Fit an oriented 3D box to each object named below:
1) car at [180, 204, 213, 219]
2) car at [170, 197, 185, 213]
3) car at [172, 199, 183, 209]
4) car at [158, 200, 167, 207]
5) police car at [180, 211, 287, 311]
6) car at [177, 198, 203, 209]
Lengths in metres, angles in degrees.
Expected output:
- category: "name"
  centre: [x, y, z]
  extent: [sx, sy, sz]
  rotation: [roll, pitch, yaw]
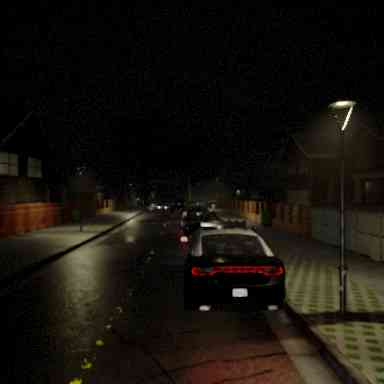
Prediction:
- category: "car"
  centre: [0.470, 1.639, 18.050]
  extent: [1.882, 1.535, 5.008]
  rotation: [0, -1, -2]
- category: "car"
  centre: [-1.794, 1.675, 45.088]
  extent: [2.150, 2.045, 5.566]
  rotation: [0, -1, -3]
- category: "car"
  centre: [-2.617, 2.081, 59.382]
  extent: [1.882, 1.535, 5.008]
  rotation: [0, -1, -3]
- category: "car"
  centre: [-5.886, 2.233, 67.166]
  extent: [2.033, 1.411, 5.357]
  rotation: [0, -1, -3]
- category: "police car"
  centre: [0.753, 1.494, 8.116]
  extent: [1.930, 1.638, 5.238]
  rotation: [0, -1, -1]
- category: "car"
  centre: [0.198, 1.574, 24.044]
  extent: [2.097, 1.767, 4.553]
  rotation: [0, -1, -3]
